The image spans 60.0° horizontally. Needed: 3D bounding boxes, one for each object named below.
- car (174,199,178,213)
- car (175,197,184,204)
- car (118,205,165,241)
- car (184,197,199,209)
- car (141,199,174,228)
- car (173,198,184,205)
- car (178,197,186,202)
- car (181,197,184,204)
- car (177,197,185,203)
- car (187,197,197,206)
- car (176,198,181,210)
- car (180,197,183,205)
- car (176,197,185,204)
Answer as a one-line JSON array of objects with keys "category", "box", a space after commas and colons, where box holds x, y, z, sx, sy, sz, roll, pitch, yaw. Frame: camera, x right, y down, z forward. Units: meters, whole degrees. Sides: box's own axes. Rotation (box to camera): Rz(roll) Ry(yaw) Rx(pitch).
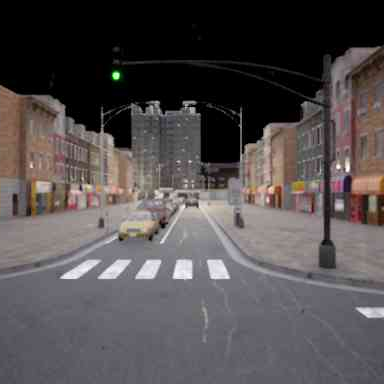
[{"category": "car", "box": [-2.646, 1.687, 33.616, 1.752, 1.417, 4.829, 0, 0, 0]}, {"category": "car", "box": [-2.654, 1.886, 71.780, 1.752, 1.417, 4.829, 0, 0, 0]}, {"category": "car", "box": [-2.643, 1.604, 17.260, 1.752, 1.417, 4.829, 0, 0, 0]}, {"category": "car", "box": [0.014, 1.605, 50.788, 2.097, 1.767, 4.553, 0, 0, 1]}, {"category": "car", "box": [-2.644, 1.422, 22.883, 2.192, 1.841, 5.009, 0, 0, 0]}, {"category": "car", "box": [-2.653, 1.884, 66.498, 2.008, 1.369, 4.403, 0, 0, 0]}, {"category": "car", "box": [-2.657, 2.013, 88.306, 1.947, 1.339, 4.313, 0, 0, 0]}, {"category": "car", "box": [-2.650, 1.798, 50.142, 2.008, 1.369, 4.403, 0, 0, 0]}, {"category": "car", "box": [-2.656, 2.000, 82.854, 1.802, 1.307, 4.206, 0, 0, 0]}, {"category": "car", "box": [-0.001, 1.791, 62.276, 1.882, 1.535, 5.008, 0, 0, 0]}, {"category": "car", "box": [-2.647, 1.757, 39.237, 1.947, 1.339, 4.313, 0, 0, 0]}, {"category": "car", "box": [-2.648, 1.785, 44.690, 1.947, 1.339, 4.313, 0, 0, 0]}, {"category": "car", "box": [-2.655, 1.956, 77.402, 1.947, 1.339, 4.313, 0, 0, 0]}]
